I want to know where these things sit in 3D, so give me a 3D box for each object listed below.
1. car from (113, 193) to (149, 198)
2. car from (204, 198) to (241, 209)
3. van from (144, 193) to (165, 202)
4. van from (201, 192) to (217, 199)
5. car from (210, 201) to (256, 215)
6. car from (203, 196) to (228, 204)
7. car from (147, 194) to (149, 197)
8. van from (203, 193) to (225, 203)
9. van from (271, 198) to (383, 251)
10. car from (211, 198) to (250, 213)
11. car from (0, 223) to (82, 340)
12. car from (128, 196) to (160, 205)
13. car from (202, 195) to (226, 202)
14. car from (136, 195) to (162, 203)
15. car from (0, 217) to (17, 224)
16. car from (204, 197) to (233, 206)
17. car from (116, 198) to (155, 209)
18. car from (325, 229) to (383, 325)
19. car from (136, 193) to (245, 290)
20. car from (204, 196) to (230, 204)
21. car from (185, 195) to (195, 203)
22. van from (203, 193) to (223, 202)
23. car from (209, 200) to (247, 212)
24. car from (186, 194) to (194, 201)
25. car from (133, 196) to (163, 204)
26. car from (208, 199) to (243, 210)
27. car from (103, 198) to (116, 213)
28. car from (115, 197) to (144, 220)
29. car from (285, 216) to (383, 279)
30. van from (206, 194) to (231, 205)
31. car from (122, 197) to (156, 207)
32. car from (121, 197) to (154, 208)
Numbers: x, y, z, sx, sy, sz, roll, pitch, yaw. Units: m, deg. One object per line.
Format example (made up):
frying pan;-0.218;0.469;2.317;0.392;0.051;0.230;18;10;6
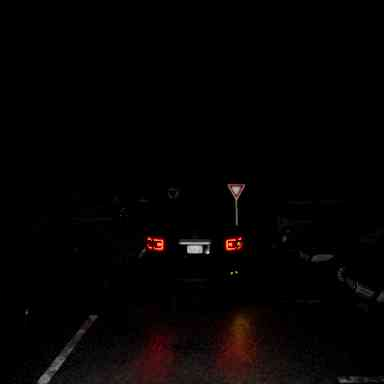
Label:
car;-8.397;1.462;46.299;5.566;2.045;2.435;0;1;0
car;4.461;1.672;49.096;5.366;1.575;1.946;0;1;0
van;-8.386;1.178;74.051;4.442;1.987;1.878;0;0;0
van;4.639;1.072;93.532;4.442;1.987;1.878;0;0;0
car;4.673;1.830;38.140;5.008;1.535;2.097;0;1;0
car;4.629;1.488;65.709;4.792;1.488;2.163;0;0;0
car;-3.973;1.514;42.274;2.150;2.045;5.566;0;1;0
van;4.484;1.212;68.458;4.442;1.987;1.878;0;0;-1
van;4.891;1.205;11.041;4.442;1.987;1.878;-1;0;0
car;4.701;1.666;40.910;4.553;1.767;2.185;0;1;0
car;-3.630;1.544;6.343;1.994;1.385;4.181;0;0;0
car;-8.650;1.514;60.302;5.366;1.575;1.946;0;1;0
car;4.590;1.420;71.246;5.008;1.535;2.097;0;0;0
car;-8.486;1.459;65.723;4.892;1.521;2.231;0;1;0
car;-8.091;1.459;10.934;4.792;1.488;2.163;0;0;0
car;4.595;1.587;57.405;4.792;1.488;2.163;0;1;0
car;-8.247;1.671;49.079;5.366;1.575;1.946;0;1;0
car;5.031;1.506;5.585;4.674;1.452;2.002;0;0;0
car;0.052;1.184;9.114;2.150;2.045;5.566;0;0;0
car;4.637;1.515;63.070;4.792;1.488;2.163;0;1;0
car;-0.396;1.457;69.319;1.837;1.490;4.892;0;0;1
van;4.693;1.179;74.015;4.442;1.987;1.878;0;0;0
car;4.633;1.783;43.557;4.792;1.488;2.163;0;1;0
car;-0.478;1.205;79.474;1.882;1.535;5.008;0;0;0
car;-8.286;1.483;62.956;5.366;1.575;1.946;0;1;0
car;4.652;1.754;46.327;4.674;1.452;2.002;0;1;0
car;-8.439;1.822;40.751;4.792;1.488;2.163;0;1;0
car;-4.293;1.626;29.901;4.553;1.767;2.097;0;-3;-9
car;5.025;1.487;8.370;4.674;1.452;2.002;0;0;0
van;4.732;1.293;60.296;4.442;1.987;1.878;0;1;0
car;-8.634;1.592;54.630;5.366;1.575;1.946;0;1;0
car;-8.434;1.636;51.855;4.892;1.521;2.231;0;1;0
